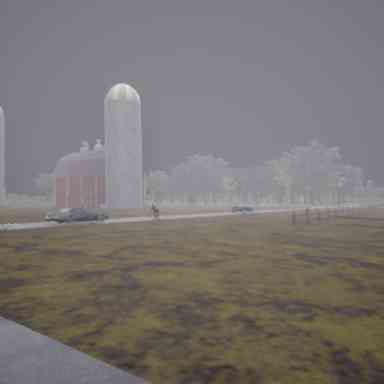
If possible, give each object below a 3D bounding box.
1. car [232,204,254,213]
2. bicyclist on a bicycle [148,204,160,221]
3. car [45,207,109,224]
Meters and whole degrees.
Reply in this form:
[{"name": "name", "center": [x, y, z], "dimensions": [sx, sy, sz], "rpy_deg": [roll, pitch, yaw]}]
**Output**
[{"name": "car", "center": [8.253, 2.619, 53.885], "dimensions": [1.882, 1.535, 5.008], "rpy_deg": [-2, -2, 36]}, {"name": "bicyclist on a bicycle", "center": [-3.667, 1.992, 32.019], "dimensions": [1.656, 1.620, 0.582], "rpy_deg": [-1, -1, 36]}, {"name": "car", "center": [-9.827, 1.999, 28.801], "dimensions": [2.033, 1.411, 5.357], "rpy_deg": [-2, -2, 37]}]
